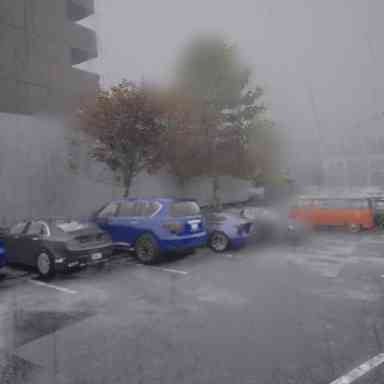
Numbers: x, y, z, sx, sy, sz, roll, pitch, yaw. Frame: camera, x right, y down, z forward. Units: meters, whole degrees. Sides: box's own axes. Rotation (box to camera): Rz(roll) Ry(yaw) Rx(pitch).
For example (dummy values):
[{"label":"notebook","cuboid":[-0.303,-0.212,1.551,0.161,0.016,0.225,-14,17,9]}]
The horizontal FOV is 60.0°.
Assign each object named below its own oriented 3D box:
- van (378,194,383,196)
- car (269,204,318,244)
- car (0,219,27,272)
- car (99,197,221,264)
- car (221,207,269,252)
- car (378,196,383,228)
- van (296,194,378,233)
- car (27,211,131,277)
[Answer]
[{"label":"van","cuboid":[12.936,1.167,22.132,4.442,1.987,1.878,-1,-1,36]},{"label":"car","cuboid":[2.892,1.451,15.458,4.892,1.521,2.231,-1,-1,36]},{"label":"car","cuboid":[-7.017,1.254,8.591,5.566,2.045,2.435,-1,0,35]},{"label":"car","cuboid":[-2.090,1.226,12.049,5.566,2.045,2.435,-1,0,35]},{"label":"car","cuboid":[0.393,1.493,13.761,4.792,1.488,2.163,-1,0,35]},{"label":"car","cuboid":[10.375,1.282,20.497,4.553,1.767,2.185,-1,0,36]},{"label":"van","cuboid":[7.765,1.198,18.900,4.442,1.987,1.878,-1,0,36]},{"label":"car","cuboid":[-4.534,1.492,10.304,4.892,1.521,2.231,-1,0,35]}]
